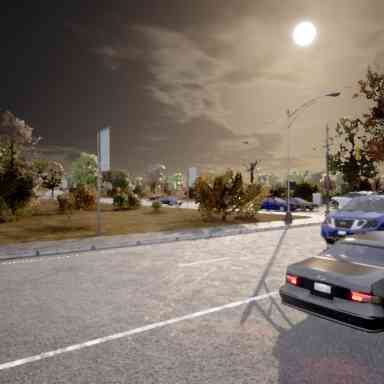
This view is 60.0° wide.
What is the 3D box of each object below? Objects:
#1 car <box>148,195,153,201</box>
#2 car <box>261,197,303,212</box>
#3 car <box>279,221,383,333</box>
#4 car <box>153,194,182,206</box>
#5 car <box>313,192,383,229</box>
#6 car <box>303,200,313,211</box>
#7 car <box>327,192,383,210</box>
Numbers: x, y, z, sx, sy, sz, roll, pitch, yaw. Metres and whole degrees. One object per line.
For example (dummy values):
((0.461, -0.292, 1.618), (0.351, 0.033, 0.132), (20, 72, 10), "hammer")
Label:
((-7.825, 1.261, 73.344), (1.882, 1.535, 5.008), (-1, 0, -38), "car")
((8.876, 1.319, 35.813), (1.882, 1.535, 5.008), (-1, 0, -40), "car")
((4.064, 1.529, 6.673), (5.357, 1.411, 2.033), (0, 0, -36), "car")
((-3.428, 1.340, 51.032), (2.128, 1.511, 4.902), (-1, 0, -39), "car")
((7.755, 1.158, 14.030), (5.566, 2.045, 2.150), (0, 0, -37), "car")
((11.656, 1.364, 37.947), (2.033, 1.411, 5.357), (-1, 0, -39), "car")
((19.391, 0.989, 39.833), (2.150, 2.045, 5.566), (-1, 0, -39), "car")
